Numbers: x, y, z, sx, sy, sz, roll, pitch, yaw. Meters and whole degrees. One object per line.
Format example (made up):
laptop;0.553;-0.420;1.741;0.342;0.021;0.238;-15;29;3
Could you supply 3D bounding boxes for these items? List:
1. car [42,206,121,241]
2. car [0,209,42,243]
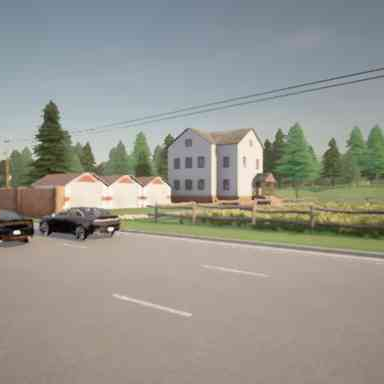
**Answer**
car;-5.674;1.475;16.601;4.902;1.511;2.128;0;0;36
car;-8.963;1.458;14.658;5.008;1.535;1.882;0;0;36
